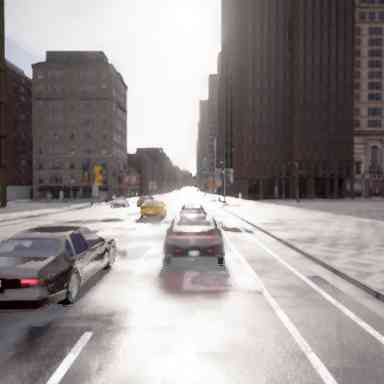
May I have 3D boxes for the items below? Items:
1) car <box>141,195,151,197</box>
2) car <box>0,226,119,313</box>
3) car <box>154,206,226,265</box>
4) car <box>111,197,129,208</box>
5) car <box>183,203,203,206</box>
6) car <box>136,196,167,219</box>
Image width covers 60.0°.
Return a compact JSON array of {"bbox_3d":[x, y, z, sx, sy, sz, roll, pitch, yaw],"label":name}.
[{"bbox_3d":[-6.578,1.222,47.241,2.097,1.767,4.553,0,0,0],"label":"car"},{"bbox_3d":[-3.207,1.514,7.895,2.033,1.411,5.357,0,0,0],"label":"car"},{"bbox_3d":[0.068,1.445,11.452,2.128,1.511,4.902,0,0,0],"label":"car"},{"bbox_3d":[-9.836,1.399,45.695,1.812,1.442,4.674,0,0,0],"label":"car"},{"bbox_3d":[0.057,1.515,25.184,1.895,1.301,4.718,0,0,0],"label":"car"},{"bbox_3d":[-3.178,1.385,28.130,1.882,1.535,5.008,0,0,0],"label":"car"}]
